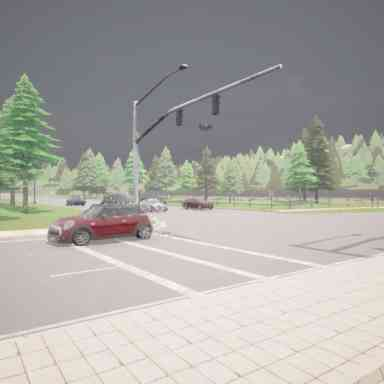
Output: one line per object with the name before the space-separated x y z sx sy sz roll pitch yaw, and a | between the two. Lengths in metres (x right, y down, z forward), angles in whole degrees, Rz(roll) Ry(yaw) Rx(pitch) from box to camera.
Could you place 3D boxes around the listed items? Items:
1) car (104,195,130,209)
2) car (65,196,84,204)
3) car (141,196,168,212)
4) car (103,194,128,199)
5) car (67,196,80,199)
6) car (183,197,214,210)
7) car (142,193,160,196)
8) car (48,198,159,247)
car | -10.658 1.352 47.024 2.097 1.767 4.553 0 0 -35
car | -22.883 1.547 64.558 2.033 1.411 5.357 0 0 -35
car | -4.607 1.526 38.449 1.812 1.442 4.674 0 0 -35
car | -8.476 1.222 37.850 2.150 2.045 5.566 0 0 -36
car | -17.939 1.601 51.302 1.895 1.301 4.718 0 0 -35
car | 0.780 1.478 42.926 1.882 1.535 5.008 0 0 -35
car | -6.175 1.218 52.820 2.150 2.045 5.566 0 0 -35
car | -4.085 1.352 15.232 4.553 1.767 2.097 0 0 -42
